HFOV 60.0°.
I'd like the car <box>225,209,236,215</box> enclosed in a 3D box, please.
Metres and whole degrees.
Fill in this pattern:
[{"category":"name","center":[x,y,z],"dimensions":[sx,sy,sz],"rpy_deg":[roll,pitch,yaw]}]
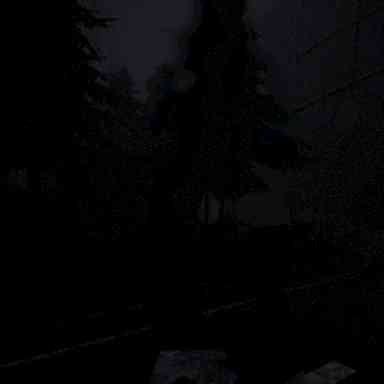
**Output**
[{"category":"car","center":[1.244,1.512,25.140],"dimensions":[1.882,1.535,5.008],"rpy_deg":[0,0,-36]}]
